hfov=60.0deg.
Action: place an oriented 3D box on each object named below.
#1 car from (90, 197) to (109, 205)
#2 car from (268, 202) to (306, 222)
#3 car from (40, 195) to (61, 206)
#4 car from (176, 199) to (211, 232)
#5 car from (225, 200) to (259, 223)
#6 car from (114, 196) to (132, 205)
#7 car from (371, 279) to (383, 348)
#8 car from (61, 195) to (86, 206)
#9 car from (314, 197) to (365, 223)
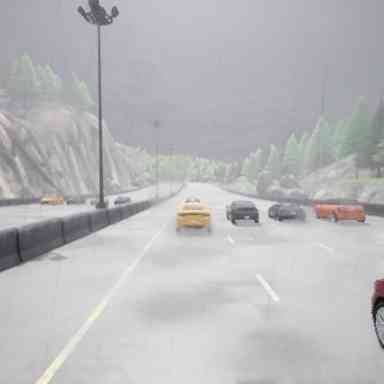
[{"bbox_3d":[-14.017,1.341,50.503,1.895,1.301,4.718,0,0,0],"label":"car"},{"bbox_3d":[7.095,1.433,25.265,1.994,1.385,4.181,0,0,0],"label":"car"},{"bbox_3d":[-21.021,1.220,50.077,1.882,1.535,5.008,0,0,0],"label":"car"},{"bbox_3d":[0.096,1.376,19.533,1.882,1.535,5.008,0,0,0],"label":"car"},{"bbox_3d":[3.596,1.380,24.091,1.837,1.490,4.892,0,0,0],"label":"car"},{"bbox_3d":[-10.514,1.285,50.863,2.033,1.411,5.357,0,0,0],"label":"car"},{"bbox_3d":[3.599,1.462,2.962,1.882,1.535,5.008,0,0,0],"label":"car"},{"bbox_3d":[-17.519,1.248,50.377,1.837,1.490,4.892,0,0,0],"label":"car"},{"bbox_3d":[10.596,1.227,24.248,2.097,1.767,4.553,0,0,0],"label":"car"}]
